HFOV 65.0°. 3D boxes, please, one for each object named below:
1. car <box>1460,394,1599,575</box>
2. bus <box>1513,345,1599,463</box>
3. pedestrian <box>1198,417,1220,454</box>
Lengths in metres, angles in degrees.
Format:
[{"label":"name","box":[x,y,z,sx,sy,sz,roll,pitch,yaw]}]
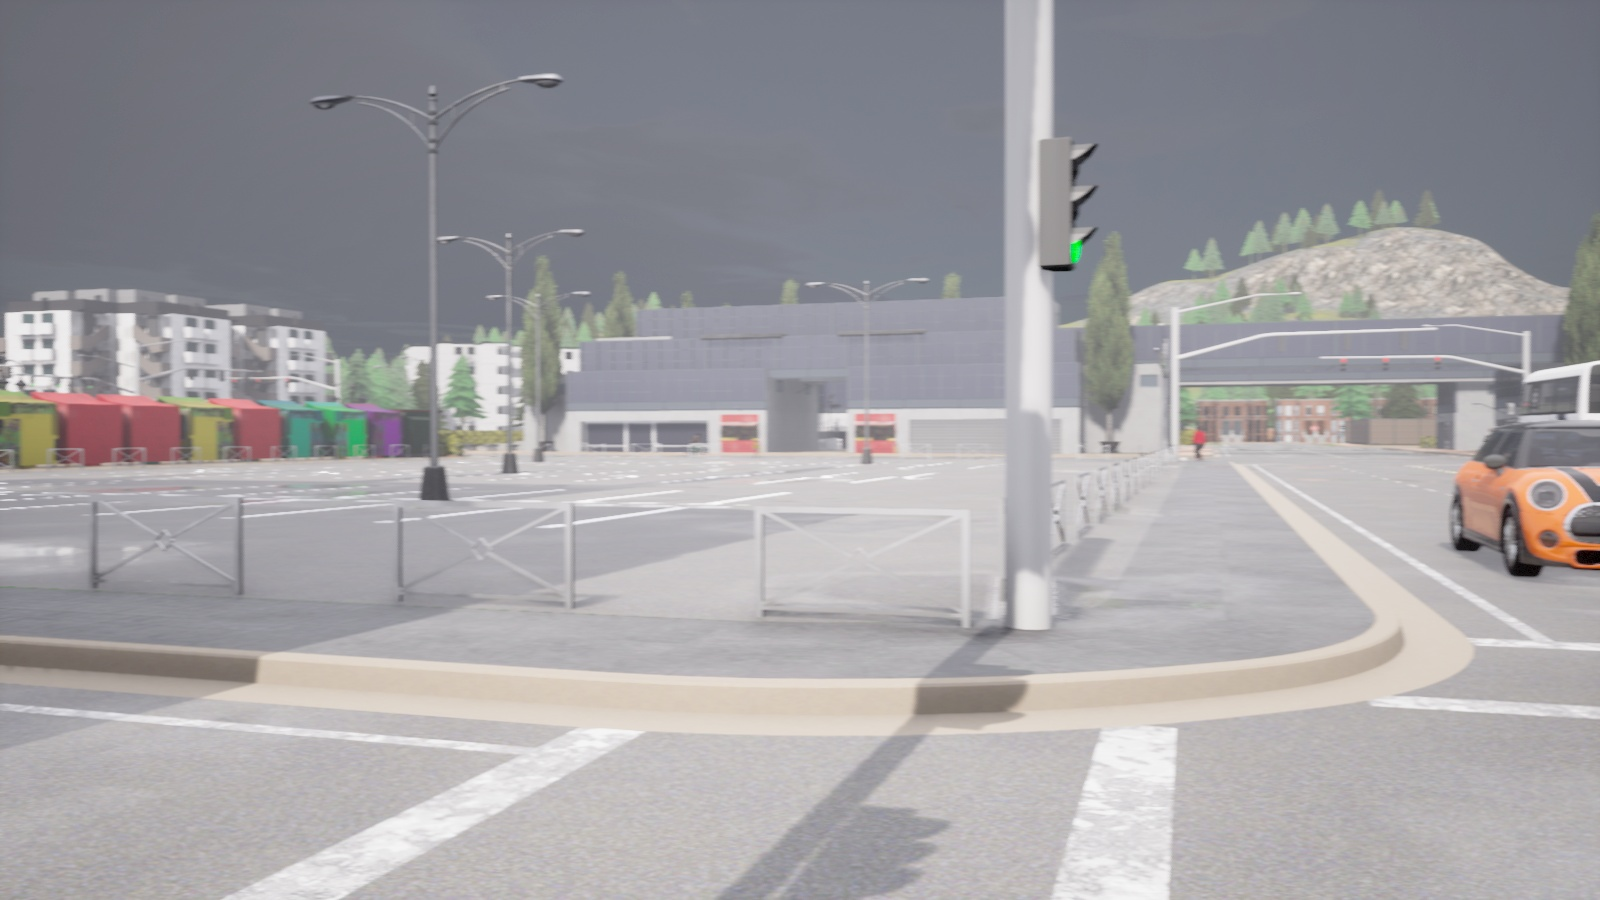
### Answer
[{"label":"car","box":[9.097,0.291,14.233,2.097,1.767,4.553,-1,1,18]},{"label":"bus","box":[31.783,-1.804,49.953,3.944,4.253,10.273,-1,1,18]},{"label":"pedestrian","box":[20.605,-0.713,63.263,0.634,1.844,0.899,-1,1,-14]}]
